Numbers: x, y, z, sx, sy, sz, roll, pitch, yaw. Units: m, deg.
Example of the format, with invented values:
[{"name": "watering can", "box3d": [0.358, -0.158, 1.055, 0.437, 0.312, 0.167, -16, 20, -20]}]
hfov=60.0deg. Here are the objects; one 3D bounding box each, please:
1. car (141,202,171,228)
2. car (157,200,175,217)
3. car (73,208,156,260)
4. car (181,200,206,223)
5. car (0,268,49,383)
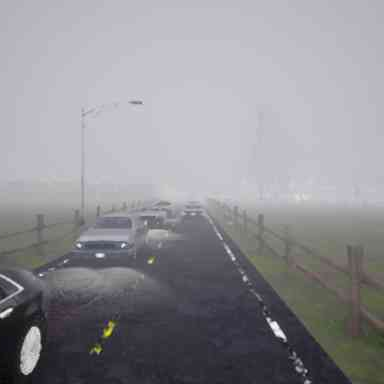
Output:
[{"name": "car", "box3d": [-2.745, 1.580, 22.167, 1.994, 1.385, 4.181, 0, 0, 1]}, {"name": "car", "box3d": [-2.659, 1.504, 31.590, 1.882, 1.535, 5.008, 0, 0, 0]}, {"name": "car", "box3d": [-2.809, 1.555, 12.816, 2.033, 1.411, 5.357, 0, 0, 0]}, {"name": "car", "box3d": [0.124, 1.570, 25.424, 2.033, 1.411, 5.357, 0, 0, 1]}, {"name": "car", "box3d": [-2.844, 1.505, 2.630, 1.837, 1.490, 4.892, 0, 0, 0]}]
